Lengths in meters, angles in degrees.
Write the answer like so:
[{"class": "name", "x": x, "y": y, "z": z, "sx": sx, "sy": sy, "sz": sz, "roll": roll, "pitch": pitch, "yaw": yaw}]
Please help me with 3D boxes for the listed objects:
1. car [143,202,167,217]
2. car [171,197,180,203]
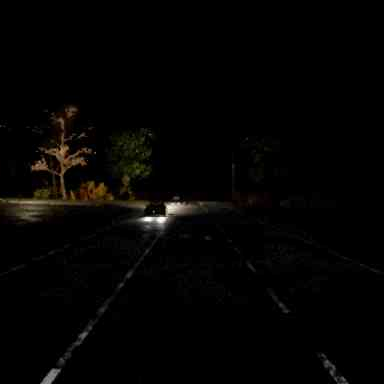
[{"class": "car", "x": -3.449, "y": 1.626, "z": 31.904, "sx": 1.994, "sy": 1.385, "sz": 4.181, "roll": 0, "pitch": 0, "yaw": 0}, {"class": "car", "x": -3.489, "y": 1.701, "z": 72.861, "sx": 2.033, "sy": 1.411, "sz": 5.357, "roll": 0, "pitch": 0, "yaw": 0}]
